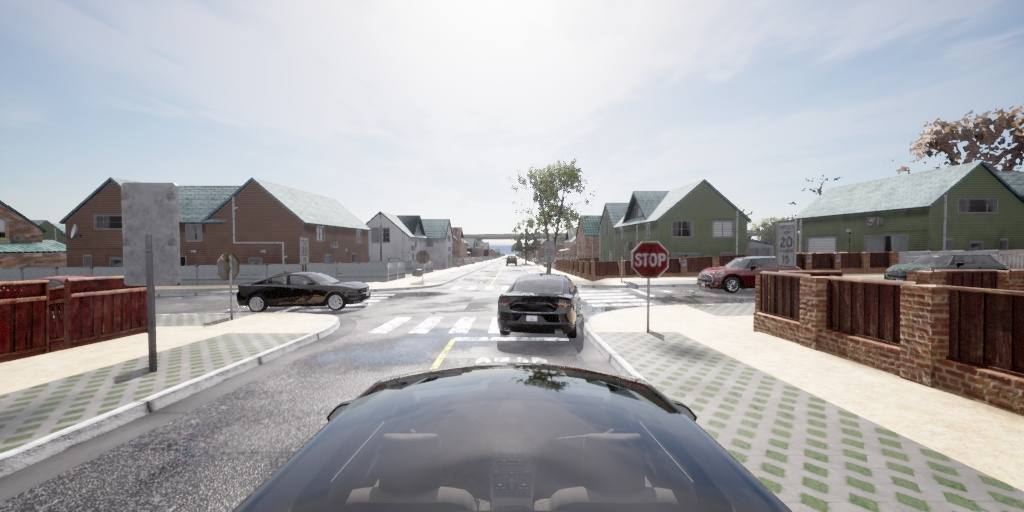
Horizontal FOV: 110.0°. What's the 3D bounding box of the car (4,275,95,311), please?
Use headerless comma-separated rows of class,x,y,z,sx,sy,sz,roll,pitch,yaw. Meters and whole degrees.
car,-18.035,1.546,14.747,5.008,1.535,1.882,-1,2,0

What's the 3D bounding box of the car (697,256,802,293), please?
car,11.790,0.820,17.924,4.553,1.767,2.097,-1,2,0

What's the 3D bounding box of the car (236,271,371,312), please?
car,-8.482,1.376,14.820,5.008,1.535,1.882,-1,2,0

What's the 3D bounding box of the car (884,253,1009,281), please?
car,21.685,0.646,18.006,4.553,1.767,2.097,-1,2,0

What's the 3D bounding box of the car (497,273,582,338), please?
car,0.949,1.224,10.303,1.882,1.535,5.008,0,0,12
